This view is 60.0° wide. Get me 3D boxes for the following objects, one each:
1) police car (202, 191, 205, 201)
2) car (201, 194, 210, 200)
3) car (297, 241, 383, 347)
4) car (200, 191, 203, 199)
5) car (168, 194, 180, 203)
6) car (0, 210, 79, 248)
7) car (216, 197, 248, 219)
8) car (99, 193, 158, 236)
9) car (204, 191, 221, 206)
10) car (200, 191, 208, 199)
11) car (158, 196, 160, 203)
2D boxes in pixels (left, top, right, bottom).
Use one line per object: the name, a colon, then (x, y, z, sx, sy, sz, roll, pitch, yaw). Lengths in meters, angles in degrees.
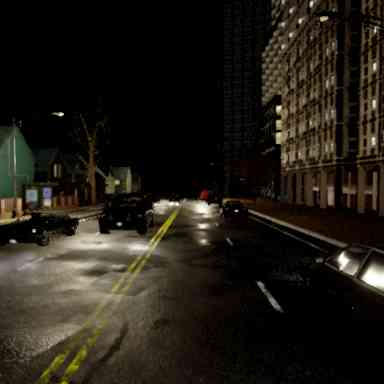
police car: (3.264, 1.087, 58.385, 1.930, 1.638, 5.238, 0, 0, 0)
car: (3.269, 1.166, 80.315, 1.895, 1.301, 4.718, 0, 0, 0)
car: (3.351, 1.510, 5.269, 2.033, 1.411, 5.357, 0, 0, 0)
car: (3.266, 0.833, 69.309, 2.150, 2.045, 5.566, 0, 0, 0)
car: (-3.271, 1.140, 61.190, 2.128, 1.511, 4.902, 0, 0, 1)
car: (-6.597, 1.504, 14.496, 1.895, 1.301, 4.718, 0, 0, 0)
car: (3.356, 1.392, 27.122, 1.994, 1.385, 4.181, 0, 0, 0)
car: (-3.345, 1.103, 18.079, 2.150, 2.045, 5.566, 0, 0, 0)
car: (3.261, 1.072, 47.241, 2.097, 1.767, 4.553, 0, 0, 0)
car: (3.272, 0.743, 91.317, 2.150, 2.045, 5.566, 0, 0, 0)
car: (-6.530, 1.217, 56.798, 2.033, 1.411, 5.357, 0, 0, 1)
